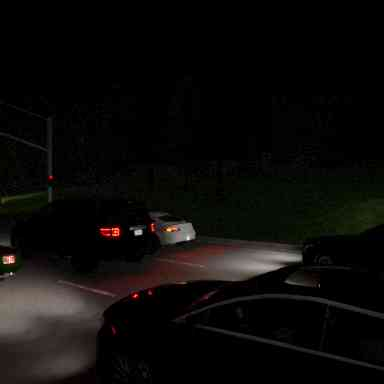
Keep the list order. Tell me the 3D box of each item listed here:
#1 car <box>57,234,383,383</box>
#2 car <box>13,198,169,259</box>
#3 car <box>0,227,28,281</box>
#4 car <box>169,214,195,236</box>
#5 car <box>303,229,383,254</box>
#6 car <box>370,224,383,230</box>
[{"bbox_3d":[1.110,1.492,3.199,4.902,1.511,2.128,0,0,35],"label":"car"},{"bbox_3d":[-3.668,1.221,10.853,5.566,2.045,2.150,0,0,36],"label":"car"},{"bbox_3d":[-6.433,1.601,8.532,4.718,1.301,1.895,0,0,36],"label":"car"},{"bbox_3d":[-2.022,1.526,13.983,4.674,1.442,1.812,0,0,36],"label":"car"},{"bbox_3d":[4.704,1.547,4.939,5.357,1.411,2.033,0,0,35],"label":"car"},{"bbox_3d":[5.328,1.526,8.769,4.674,1.442,1.812,0,0,35],"label":"car"}]
